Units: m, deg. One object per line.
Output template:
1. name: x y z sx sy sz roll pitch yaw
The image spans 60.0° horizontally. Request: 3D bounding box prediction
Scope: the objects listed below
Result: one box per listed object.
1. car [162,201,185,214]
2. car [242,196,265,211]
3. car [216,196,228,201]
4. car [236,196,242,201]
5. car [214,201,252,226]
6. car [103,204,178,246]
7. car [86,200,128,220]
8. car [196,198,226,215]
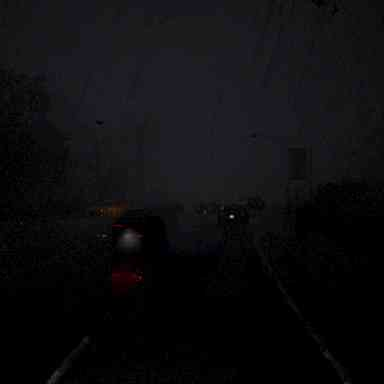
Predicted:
1. car: -2.189 1.580 32.889 1.895 1.301 4.718 0 0 15
2. car: 7.881 1.371 41.349 2.097 1.767 4.553 0 0 18
3. car: 5.882 1.517 67.872 2.033 1.411 5.357 0 0 20
4. car: 10.882 1.553 71.426 1.994 1.385 4.181 0 0 20
5. car: 2.989 1.571 23.562 1.994 1.385 4.181 0 0 12
6. car: -2.106 1.495 15.204 1.837 1.490 4.892 0 0 8
7. car: -7.004 1.441 28.008 1.882 1.535 5.008 0 0 13
8. car: 1.848 1.597 33.590 1.895 1.301 4.718 0 0 15
